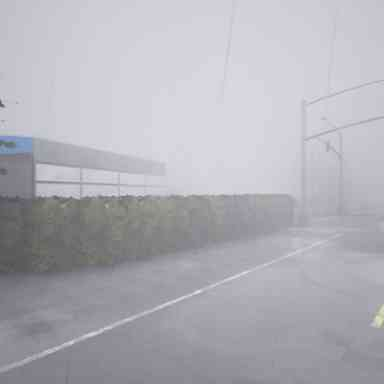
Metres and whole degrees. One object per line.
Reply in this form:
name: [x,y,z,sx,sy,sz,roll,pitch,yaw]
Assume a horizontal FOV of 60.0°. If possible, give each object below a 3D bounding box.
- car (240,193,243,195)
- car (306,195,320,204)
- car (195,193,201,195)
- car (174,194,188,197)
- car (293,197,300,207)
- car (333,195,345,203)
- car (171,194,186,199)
car: [11.810,1.077,78.250,1.905,1.878,3.866,0,0,38]
car: [22.009,1.384,61.231,1.970,1.475,3.806,0,0,38]
car: [1.722,1.153,86.119,2.152,1.636,5.027,0,0,38]
car: [-2.061,1.298,66.121,2.007,1.523,4.514,0,0,38]
car: [12.918,1.339,44.716,2.007,1.523,4.514,0,0,38]
car: [28.923,1.374,65.249,1.845,1.501,3.633,0,0,38]
car: [-3.537,1.232,89.811,1.970,1.475,3.806,0,0,38]
